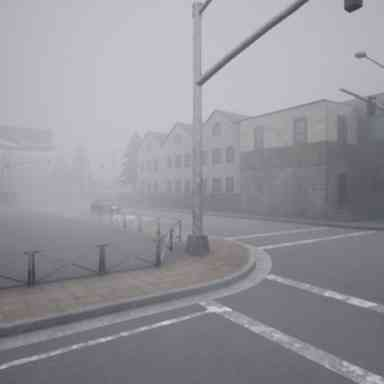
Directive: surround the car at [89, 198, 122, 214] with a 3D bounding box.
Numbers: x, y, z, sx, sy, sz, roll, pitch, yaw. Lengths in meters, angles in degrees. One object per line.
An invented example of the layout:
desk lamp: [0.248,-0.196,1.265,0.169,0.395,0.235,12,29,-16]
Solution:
car: [-8.298,1.291,31.881,2.128,1.511,4.902,0,0,-35]
